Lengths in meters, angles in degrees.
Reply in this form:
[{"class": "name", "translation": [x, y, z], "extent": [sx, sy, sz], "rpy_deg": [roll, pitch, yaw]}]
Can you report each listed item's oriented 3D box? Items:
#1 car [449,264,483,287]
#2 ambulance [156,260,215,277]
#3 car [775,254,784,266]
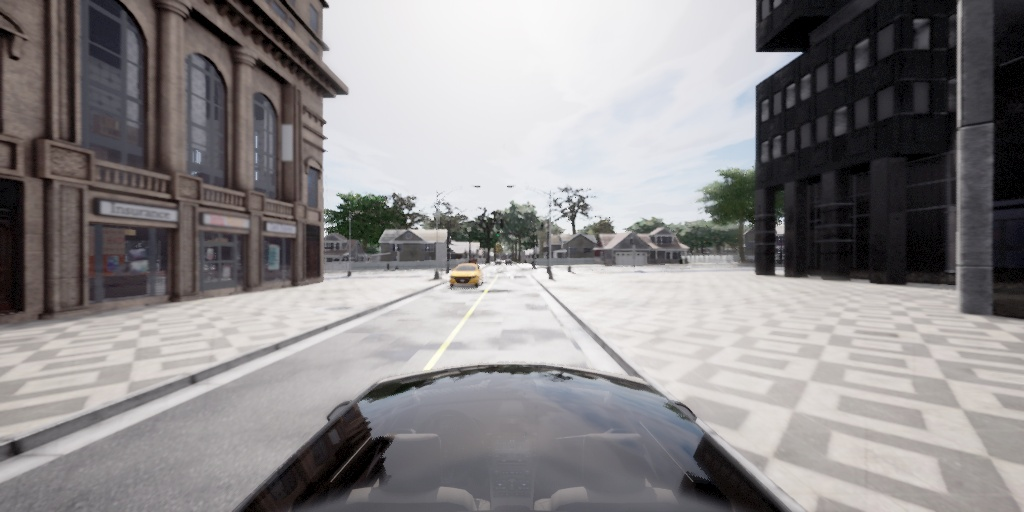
[{"class": "car", "translation": [-3.079, 1.274, 24.871], "extent": [1.882, 1.535, 5.008], "rpy_deg": [0, 0, 0]}, {"class": "ambulance", "translation": [-40.047, 1.661, 44.561], "extent": [6.366, 2.431, 2.351], "rpy_deg": [-1, 0, 0]}, {"class": "car", "translation": [39.704, 0.454, 51.572], "extent": [4.553, 1.767, 2.097], "rpy_deg": [-1, 0, 0]}]
